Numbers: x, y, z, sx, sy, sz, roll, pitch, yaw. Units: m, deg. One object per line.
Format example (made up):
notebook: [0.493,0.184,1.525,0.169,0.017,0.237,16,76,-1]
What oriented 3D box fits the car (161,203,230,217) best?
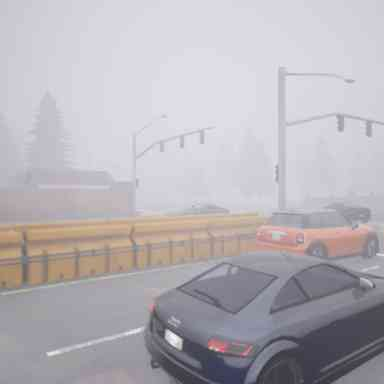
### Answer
car: [0.297,1.436,21.276,4.902,1.511,2.128,0,0,-35]

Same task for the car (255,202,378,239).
car: [4.232,1.349,11.063,4.553,1.767,2.097,0,0,-35]

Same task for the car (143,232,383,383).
car: [1.432,1.563,4.767,4.181,1.385,1.994,0,0,-35]

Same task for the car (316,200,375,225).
car: [11.434,1.470,25.300,1.882,1.535,5.008,1,0,-4]
